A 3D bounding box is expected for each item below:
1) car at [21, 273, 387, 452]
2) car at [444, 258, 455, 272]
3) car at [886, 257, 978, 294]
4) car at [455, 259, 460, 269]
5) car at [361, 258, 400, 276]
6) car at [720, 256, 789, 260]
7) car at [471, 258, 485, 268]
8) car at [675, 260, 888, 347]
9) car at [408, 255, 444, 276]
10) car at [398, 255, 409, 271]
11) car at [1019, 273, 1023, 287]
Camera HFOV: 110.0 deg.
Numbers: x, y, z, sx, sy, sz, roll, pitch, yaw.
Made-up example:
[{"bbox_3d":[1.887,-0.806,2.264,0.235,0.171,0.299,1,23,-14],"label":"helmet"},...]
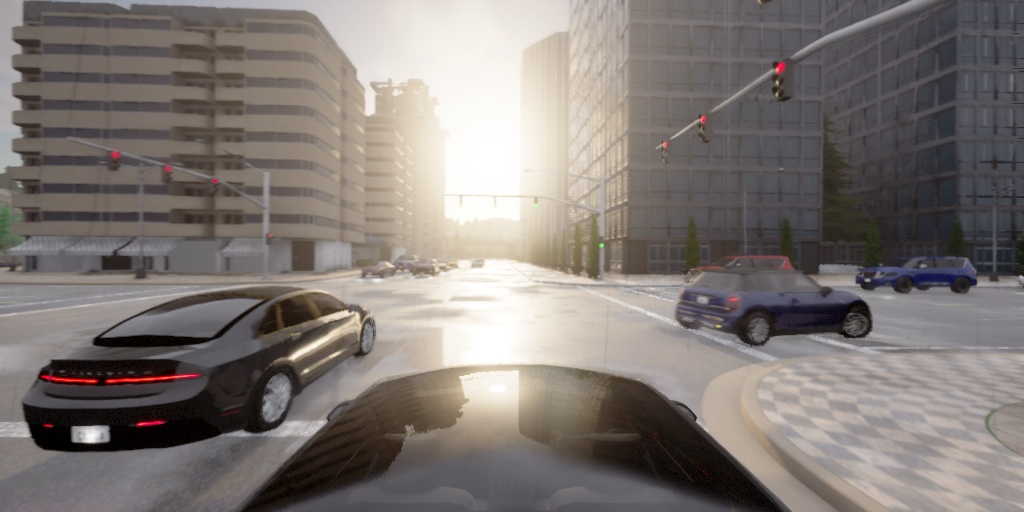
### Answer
[{"bbox_3d":[-3.629,1.208,5.426,1.837,1.490,4.892,0,1,-2],"label":"car"},{"bbox_3d":[-8.934,1.205,45.545,2.033,1.411,5.357,0,0,-2],"label":"car"},{"bbox_3d":[23.178,1.060,20.658,5.566,2.045,2.150,0,0,-2],"label":"car"},{"bbox_3d":[-9.287,1.125,55.740,1.882,1.535,5.008,0,0,-2],"label":"car"},{"bbox_3d":[-11.956,1.173,32.353,1.812,1.442,4.674,0,0,-1],"label":"car"},{"bbox_3d":[12.864,0.991,20.298,5.566,2.045,2.150,0,0,-2],"label":"car"},{"bbox_3d":[-5.853,1.268,60.488,1.895,1.301,4.718,0,0,-2],"label":"car"},{"bbox_3d":[6.598,1.087,9.125,4.553,1.767,2.097,0,0,-15],"label":"car"},{"bbox_3d":[-8.563,1.019,36.081,2.097,1.767,4.553,0,0,-2],"label":"car"},{"bbox_3d":[-12.303,0.859,42.053,2.150,2.045,5.566,0,0,-2],"label":"car"},{"bbox_3d":[33.534,1.129,21.021,5.566,2.045,2.150,0,0,-2],"label":"car"}]
